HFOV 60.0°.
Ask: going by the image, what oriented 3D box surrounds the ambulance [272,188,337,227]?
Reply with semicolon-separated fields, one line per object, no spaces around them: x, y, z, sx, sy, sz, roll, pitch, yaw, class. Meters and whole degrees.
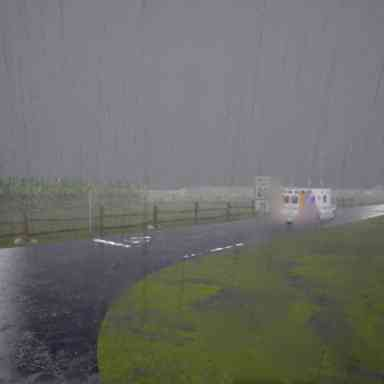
8.093;0.990;23.087;2.351;2.431;6.366;1;1;42;ambulance
